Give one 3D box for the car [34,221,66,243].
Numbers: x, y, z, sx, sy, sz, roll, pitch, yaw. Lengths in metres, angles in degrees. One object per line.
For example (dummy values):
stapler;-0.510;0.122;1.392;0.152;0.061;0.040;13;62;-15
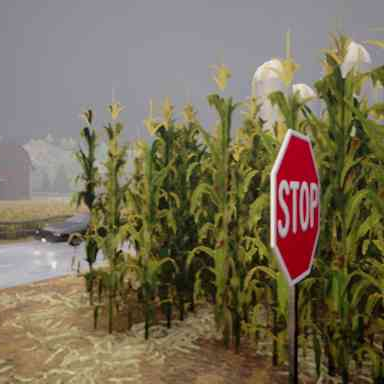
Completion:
car;-4.983;1.738;16.733;2.033;1.411;5.357;0;0;34
